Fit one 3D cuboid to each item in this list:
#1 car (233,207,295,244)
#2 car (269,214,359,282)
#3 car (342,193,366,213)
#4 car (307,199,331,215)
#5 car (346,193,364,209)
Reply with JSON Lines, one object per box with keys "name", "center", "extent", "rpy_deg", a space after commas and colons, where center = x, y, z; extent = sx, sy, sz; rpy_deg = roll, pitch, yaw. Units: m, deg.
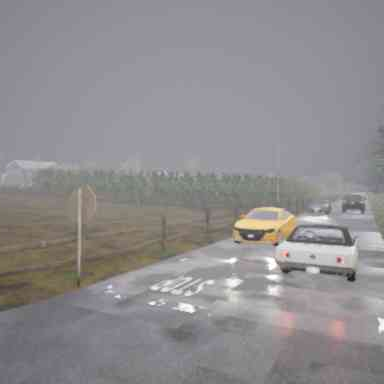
{"name": "car", "center": [3.445, 1.449, 15.219], "extent": [1.882, 1.535, 5.008], "rpy_deg": [1, 0, 27]}
{"name": "car", "center": [3.931, 1.595, 9.966], "extent": [1.895, 1.301, 4.718], "rpy_deg": [1, 0, 27]}
{"name": "car", "center": [17.941, 1.220, 36.881], "extent": [2.150, 2.045, 5.566], "rpy_deg": [1, 0, 28]}
{"name": "car", "center": [12.671, 1.468, 32.975], "extent": [2.128, 1.511, 4.902], "rpy_deg": [1, 0, 28]}
{"name": "car", "center": [22.817, 1.207, 46.392], "extent": [2.150, 2.045, 5.566], "rpy_deg": [1, 0, 27]}
